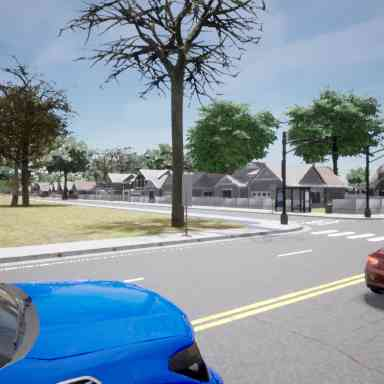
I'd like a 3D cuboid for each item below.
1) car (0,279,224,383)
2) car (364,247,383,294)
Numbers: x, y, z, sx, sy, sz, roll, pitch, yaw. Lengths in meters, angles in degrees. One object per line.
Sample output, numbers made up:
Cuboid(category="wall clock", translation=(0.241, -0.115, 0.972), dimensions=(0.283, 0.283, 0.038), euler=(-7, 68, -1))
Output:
Cuboid(category="car", translation=(-2.406, 1.222, 1.725), dimensions=(5.566, 2.045, 2.150), euler=(0, 0, -36))
Cuboid(category="car", translation=(5.670, 1.525, 7.459), dimensions=(4.674, 1.442, 1.812), euler=(0, 0, -36))
